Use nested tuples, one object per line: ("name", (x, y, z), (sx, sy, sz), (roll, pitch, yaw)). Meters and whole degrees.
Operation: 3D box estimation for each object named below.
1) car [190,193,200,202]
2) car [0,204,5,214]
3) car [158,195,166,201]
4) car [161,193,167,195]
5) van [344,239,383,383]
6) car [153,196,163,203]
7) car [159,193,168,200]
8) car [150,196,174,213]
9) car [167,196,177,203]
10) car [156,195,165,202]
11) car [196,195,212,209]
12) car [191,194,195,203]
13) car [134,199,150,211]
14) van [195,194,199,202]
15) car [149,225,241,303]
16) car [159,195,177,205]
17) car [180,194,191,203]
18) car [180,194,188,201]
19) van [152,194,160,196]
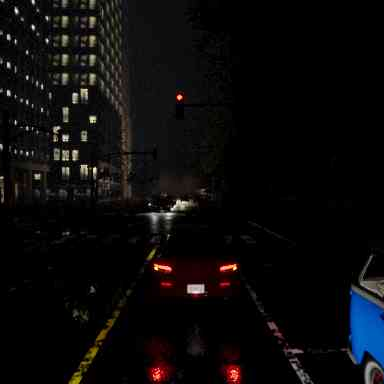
("car", (0.713, 1.271, 78.971), (2.192, 1.841, 5.009), (0, 0, -3))
("car", (-18.230, 1.377, 28.530), (4.206, 1.307, 1.802), (1, 0, 3))
("car", (-7.557, 1.533, 84.138), (1.802, 1.307, 4.206), (0, 0, -3))
("car", (-3.911, 1.327, 58.932), (2.097, 1.767, 4.553), (0, 0, -2))
("van", (2.557, 1.341, 2.172), (1.690, 1.788, 3.998), (0, 0, 0))
("car", (-6.849, 1.513, 67.508), (1.887, 1.381, 4.507), (0, 0, -2))
("car", (-8.107, 1.252, 95.219), (2.192, 1.841, 5.009), (0, 0, -3))
("car", (-3.332, 1.496, 37.653), (1.837, 1.490, 4.892), (0, 0, -1))
("car", (-4.280, 1.511, 71.181), (1.994, 1.385, 4.181), (0, 0, -2))
("car", (-7.303, 1.501, 78.594), (1.887, 1.381, 4.507), (0, 0, -2))
("car", (1.883, 1.510, 45.887), (1.752, 1.417, 4.829), (0, 0, -2))
("car", (1.162, 1.492, 68.053), (1.752, 1.417, 4.829), (0, 0, -2))
("car", (-5.846, 1.539, 39.794), (2.008, 1.369, 4.403), (0, 0, -1))
("van", (1.731, 1.322, 51.259), (1.690, 1.788, 3.998), (0, 0, -2))
("car", (0.051, 1.525, 8.106), (1.812, 1.442, 4.674), (0, 0, 0))
("car", (-3.600, 1.546, 48.670), (1.994, 1.385, 4.181), (0, 0, -1))
("car", (-1.505, 1.552, 70.641), (1.895, 1.301, 4.718), (0, 0, -2))
("car", (-1.927, 1.265, 80.616), (1.882, 1.535, 5.008), (0, 0, -3))
("van", (-6.646, 1.314, 61.965), (1.690, 1.788, 3.998), (0, 0, -2))
